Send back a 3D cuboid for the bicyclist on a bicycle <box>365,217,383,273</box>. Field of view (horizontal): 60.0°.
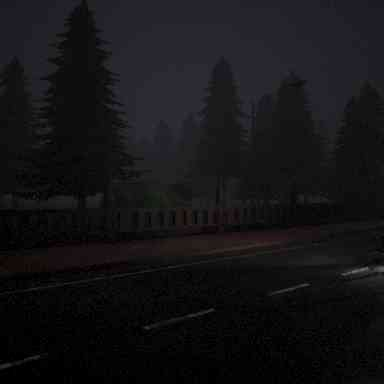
[{"bbox_3d":[5.481,1.455,8.964,0.582,1.620,1.656,0,-2,-39],"label":"bicyclist on a bicycle"}]
